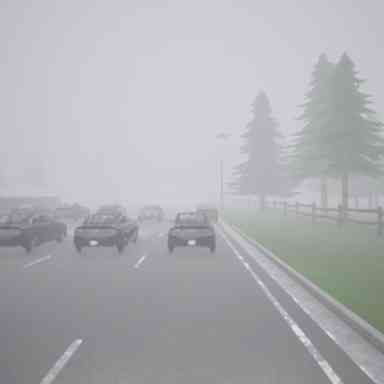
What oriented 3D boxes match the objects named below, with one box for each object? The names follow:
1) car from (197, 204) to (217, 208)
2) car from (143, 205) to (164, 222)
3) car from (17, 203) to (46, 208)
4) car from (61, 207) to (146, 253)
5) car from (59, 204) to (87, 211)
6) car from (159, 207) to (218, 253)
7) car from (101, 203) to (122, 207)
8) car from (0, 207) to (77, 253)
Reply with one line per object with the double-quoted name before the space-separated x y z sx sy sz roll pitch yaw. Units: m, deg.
"car" 1.214 1.746 28.988 1.882 1.535 5.008 0 -1 0
"car" -3.510 1.815 28.982 2.033 1.411 5.357 0 0 0
"car" -14.003 1.749 29.482 1.882 1.535 5.008 0 0 0
"car" -3.502 1.625 14.287 2.128 1.511 4.902 0 0 0
"car" -10.505 1.763 29.292 2.128 1.511 4.902 0 0 0
"car" -0.002 1.625 14.292 2.128 1.511 4.902 0 0 0
"car" -7.005 1.778 29.298 1.837 1.490 4.892 0 0 0
"car" -7.002 1.625 14.285 2.128 1.511 4.902 0 0 0
